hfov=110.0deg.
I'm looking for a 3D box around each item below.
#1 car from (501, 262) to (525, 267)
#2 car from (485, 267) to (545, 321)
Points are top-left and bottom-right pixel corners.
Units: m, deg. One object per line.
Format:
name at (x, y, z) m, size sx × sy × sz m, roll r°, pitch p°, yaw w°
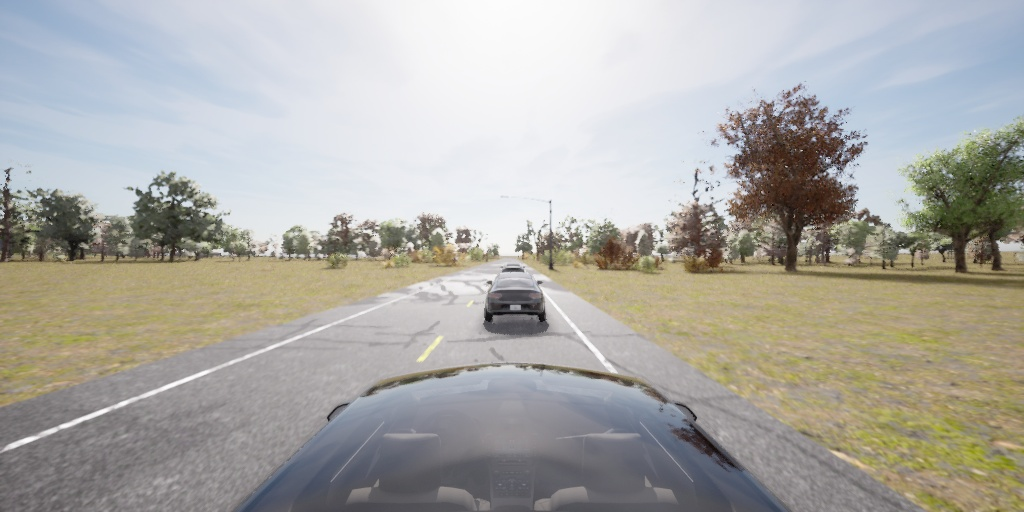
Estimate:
car at (0.097, 1.259, 30.180) m, size 1.837 × 1.490 × 4.892 m, roll 0°, pitch 0°, yaw 0°
car at (0.099, 1.277, 12.345) m, size 1.812 × 1.442 × 4.674 m, roll 0°, pitch 0°, yaw 0°
